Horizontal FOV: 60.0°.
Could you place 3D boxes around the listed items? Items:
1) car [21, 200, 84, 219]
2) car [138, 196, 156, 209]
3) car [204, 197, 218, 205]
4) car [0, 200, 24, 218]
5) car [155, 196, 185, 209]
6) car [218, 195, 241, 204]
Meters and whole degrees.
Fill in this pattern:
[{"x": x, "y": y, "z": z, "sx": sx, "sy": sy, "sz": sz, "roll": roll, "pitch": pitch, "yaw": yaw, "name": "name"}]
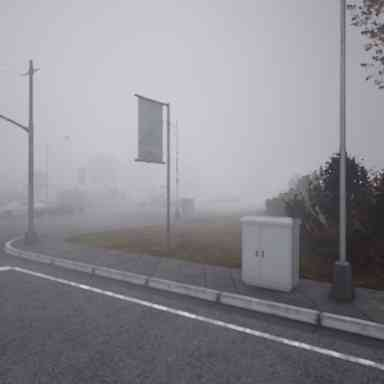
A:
[{"x": -11.719, "y": 1.545, "z": 28.686, "sx": 1.895, "sy": 1.301, "sz": 4.718, "roll": 0, "pitch": 0, "yaw": 30, "name": "car"}, {"x": -5.296, "y": 1.288, "z": 45.369, "sx": 2.097, "sy": 1.767, "sz": 4.553, "roll": 0, "pitch": 0, "yaw": 32, "name": "car"}, {"x": 3.950, "y": 1.541, "z": 59.785, "sx": 1.895, "sy": 1.301, "sz": 4.718, "roll": 0, "pitch": 0, "yaw": 33, "name": "car"}, {"x": -15.277, "y": 1.463, "z": 29.660, "sx": 1.812, "sy": 1.442, "sz": 4.674, "roll": 0, "pitch": 0, "yaw": 34, "name": "car"}, {"x": -2.173, "y": 1.420, "z": 43.759, "sx": 1.882, "sy": 1.535, "sz": 5.008, "roll": 0, "pitch": 0, "yaw": 32, "name": "car"}, {"x": 6.919, "y": 1.224, "z": 57.930, "sx": 1.882, "sy": 1.535, "sz": 5.008, "roll": 0, "pitch": 0, "yaw": 33, "name": "car"}]
